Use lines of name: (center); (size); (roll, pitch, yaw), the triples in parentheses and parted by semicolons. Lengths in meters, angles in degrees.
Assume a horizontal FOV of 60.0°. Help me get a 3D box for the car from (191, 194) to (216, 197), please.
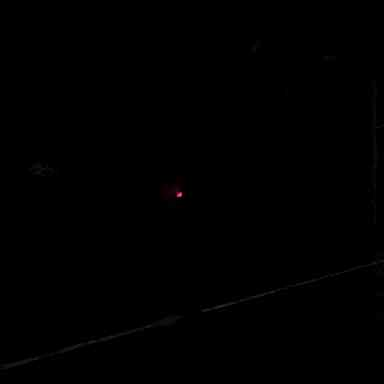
car: (1.831, 1.202, 35.128); (2.150, 2.045, 5.566); (0, 1, -37)
